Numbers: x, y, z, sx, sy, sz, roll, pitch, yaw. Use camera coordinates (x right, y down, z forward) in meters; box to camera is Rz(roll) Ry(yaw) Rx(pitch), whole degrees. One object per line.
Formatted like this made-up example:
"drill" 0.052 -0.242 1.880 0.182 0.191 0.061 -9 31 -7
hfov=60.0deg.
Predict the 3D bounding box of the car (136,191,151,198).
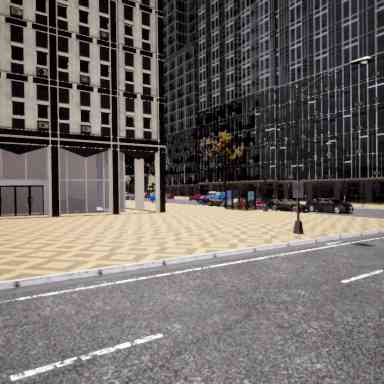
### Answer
"car" -11.911 0.684 81.809 1.967 1.590 4.097 0 1 -35

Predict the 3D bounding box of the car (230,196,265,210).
"car" 6.925 1.387 39.569 1.802 1.307 4.206 -1 1 -35

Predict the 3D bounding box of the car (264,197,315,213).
"car" 10.139 1.423 34.880 1.947 1.339 4.313 -1 1 -35

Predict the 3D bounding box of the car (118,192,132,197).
"car" -18.367 0.687 91.166 2.008 1.369 4.403 0 1 -35

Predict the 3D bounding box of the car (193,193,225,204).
"car" 2.705 1.259 50.446 1.895 1.301 4.718 -1 1 -34

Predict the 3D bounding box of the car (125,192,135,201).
"car" -12.352 1.038 67.697 2.008 1.369 4.403 0 1 -35

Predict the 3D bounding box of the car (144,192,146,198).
"car" -8.682 0.613 77.131 2.192 1.841 5.009 0 1 -35

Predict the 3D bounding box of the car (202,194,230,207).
"car" 3.745 1.318 44.280 1.947 1.339 4.313 -1 1 -35

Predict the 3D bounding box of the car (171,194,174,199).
"car" -5.454 0.934 72.456 1.802 1.307 4.206 0 1 -35

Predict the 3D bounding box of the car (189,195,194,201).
"car" 1.003 1.042 63.100 1.802 1.307 4.206 -1 1 -35

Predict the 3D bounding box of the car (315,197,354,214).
"car" 14.001 1.344 34.059 1.837 1.490 4.892 -1 1 -35

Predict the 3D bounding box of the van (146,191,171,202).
"van" -5.895 0.936 58.339 1.690 1.788 3.998 0 1 -35

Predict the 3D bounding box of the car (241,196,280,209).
"car" 8.553 1.258 41.953 1.837 1.490 4.892 -1 1 -35
